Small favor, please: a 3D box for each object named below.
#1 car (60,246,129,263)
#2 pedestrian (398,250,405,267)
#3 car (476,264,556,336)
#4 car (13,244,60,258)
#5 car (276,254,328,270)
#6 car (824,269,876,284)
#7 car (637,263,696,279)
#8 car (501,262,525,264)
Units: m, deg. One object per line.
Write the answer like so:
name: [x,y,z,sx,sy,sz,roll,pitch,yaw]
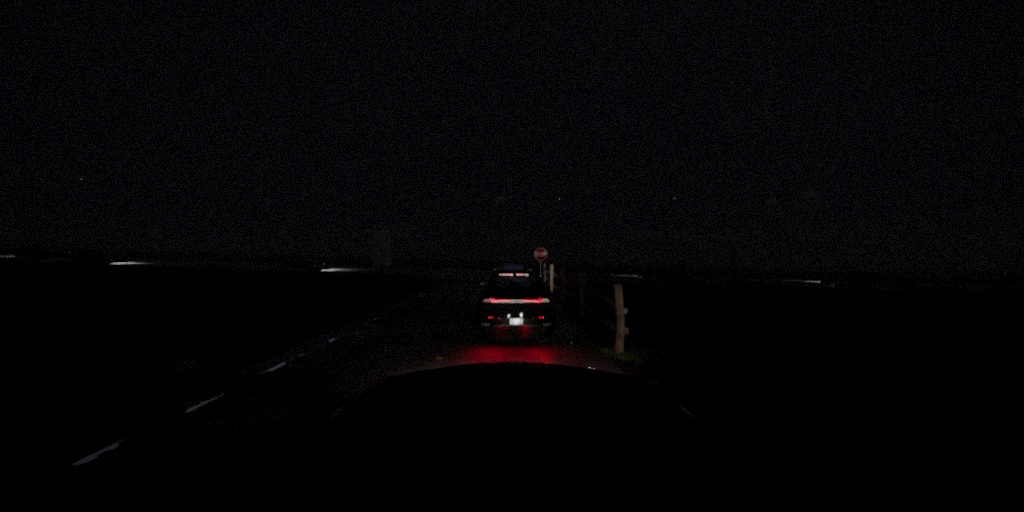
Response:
car: [-38.342,-0.137,33.260,4.181,1.385,1.994,2,3,0]
pedestrian: [-12.106,0.191,39.142,0.375,1.860,0.375,0,1,0]
car: [0.082,1.159,10.062,2.128,1.511,4.902,0,1,0]
car: [-47.248,-0.575,36.158,4.181,1.385,1.994,2,3,0]
car: [-19.392,0.490,33.206,4.181,1.385,1.994,2,3,0]
car: [33.759,2.014,36.013,4.181,1.385,1.994,2,3,0]
car: [15.513,1.437,36.066,5.357,1.411,2.033,2,3,0]
car: [0.054,1.071,19.312,2.128,1.511,4.902,0,1,0]
